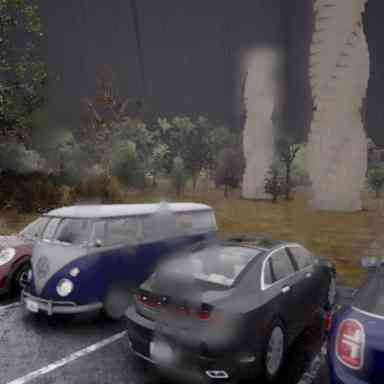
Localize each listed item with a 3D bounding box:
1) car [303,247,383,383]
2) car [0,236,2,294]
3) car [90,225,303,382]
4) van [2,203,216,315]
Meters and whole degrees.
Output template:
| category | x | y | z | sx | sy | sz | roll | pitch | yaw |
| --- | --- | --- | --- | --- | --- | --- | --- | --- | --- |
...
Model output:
| category | x | y | z | sx | sy | sz | roll | pitch | yaw |
| --- | --- | --- | --- | --- | --- | --- | --- | --- | --- |
| car | 3.182 | 1.355 | 4.064 | 2.185 | 1.767 | 4.553 | 0 | 0 | 35 |
| car | -3.409 | 1.332 | 8.838 | 2.185 | 1.767 | 4.553 | 1 | 0 | 36 |
| car | 1.058 | 1.479 | 5.610 | 2.231 | 1.521 | 4.892 | 0 | 0 | 35 |
| van | -1.252 | 1.246 | 7.121 | 1.878 | 1.987 | 4.442 | 0 | 0 | 35 |
